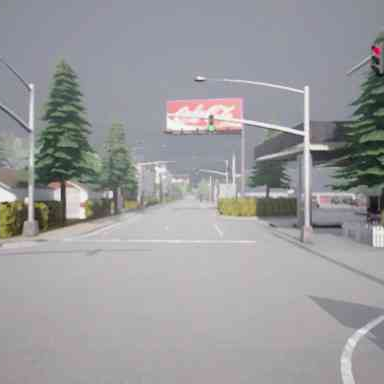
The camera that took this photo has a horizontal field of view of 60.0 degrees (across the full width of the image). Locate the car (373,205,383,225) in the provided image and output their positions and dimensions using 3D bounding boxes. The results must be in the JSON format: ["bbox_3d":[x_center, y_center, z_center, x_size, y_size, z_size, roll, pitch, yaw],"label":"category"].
[{"bbox_3d":[18.682,2.017,29.039,4.611,1.667,2.242,0,-1,0],"label":"car"}]

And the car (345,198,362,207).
[{"bbox_3d":[34.876,2.324,70.233,2.007,1.523,4.514,0,-1,0],"label":"car"}]

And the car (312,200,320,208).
[{"bbox_3d":[22.476,2.294,62.437,1.970,1.475,3.806,0,-1,0],"label":"car"}]

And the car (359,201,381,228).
[{"bbox_3d":[14.358,1.783,23.370,3.866,1.878,1.905,0,-1,0],"label":"car"}]
